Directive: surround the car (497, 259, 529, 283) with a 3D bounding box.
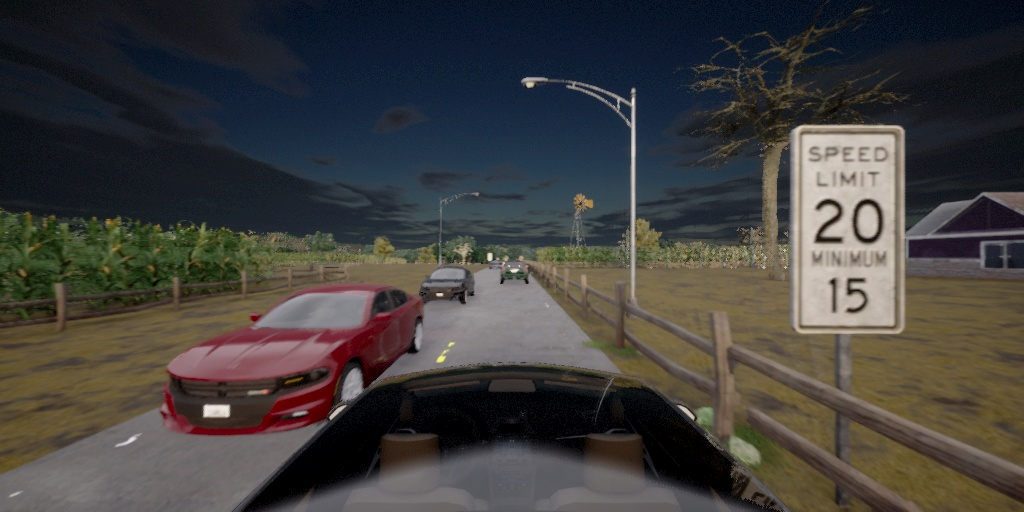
[{"bbox_3d":[0.185,1.112,27.822,2.097,1.767,4.553,0,0,0],"label":"car"}]

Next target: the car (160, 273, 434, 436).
[{"bbox_3d":[-2.838,1.220,5.949,1.882,1.535,5.008,0,0,0],"label":"car"}]

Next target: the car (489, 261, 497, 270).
[{"bbox_3d":[-2.561,1.423,56.853,2.033,1.411,5.357,0,0,0],"label":"car"}]

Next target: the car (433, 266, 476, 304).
[{"bbox_3d":[-2.797,1.222,16.441,1.882,1.535,5.008,0,0,0],"label":"car"}]
